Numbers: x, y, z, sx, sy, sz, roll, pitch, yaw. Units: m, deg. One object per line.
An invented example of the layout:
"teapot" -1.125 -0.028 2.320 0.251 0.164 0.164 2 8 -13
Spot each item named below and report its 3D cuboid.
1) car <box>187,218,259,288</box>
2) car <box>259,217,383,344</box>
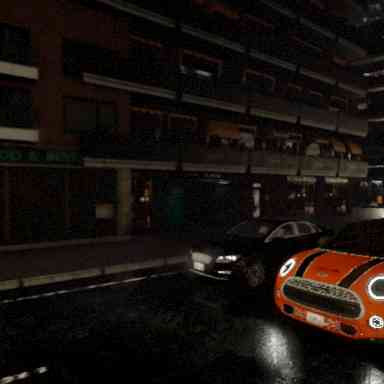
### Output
"car" 2.134 1.479 9.308 4.902 1.511 2.128 0 0 -36
"car" 3.687 1.338 6.420 4.553 1.767 2.097 0 0 -36
